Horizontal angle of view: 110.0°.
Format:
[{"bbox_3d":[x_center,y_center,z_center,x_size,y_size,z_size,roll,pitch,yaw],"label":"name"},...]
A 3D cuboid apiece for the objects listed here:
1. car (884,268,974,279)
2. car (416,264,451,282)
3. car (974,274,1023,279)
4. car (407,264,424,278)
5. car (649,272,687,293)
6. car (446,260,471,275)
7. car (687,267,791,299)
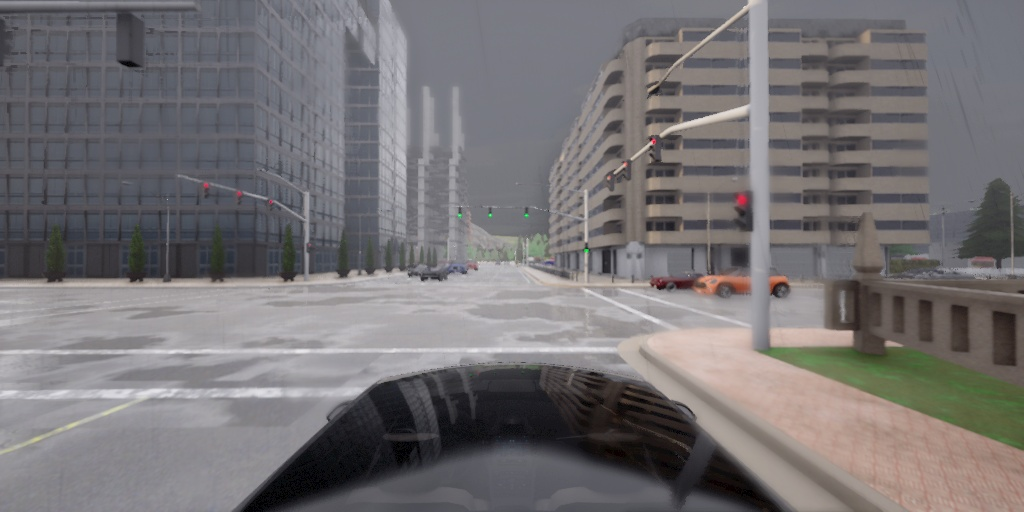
[{"bbox_3d":[27.247,1.549,23.549,4.902,1.511,2.128,0,-1,-1],"label":"car"},{"bbox_3d":[-7.309,1.733,33.907,1.895,1.301,4.718,0,-1,0],"label":"car"},{"bbox_3d":[29.602,1.617,20.076,4.718,1.301,1.895,0,-1,-1],"label":"car"},{"bbox_3d":[-10.764,1.732,41.867,1.837,1.490,4.892,0,-1,0],"label":"car"},{"bbox_3d":[11.514,1.660,23.357,4.718,1.301,1.895,0,-1,-1],"label":"car"},{"bbox_3d":[-7.403,1.535,49.371,2.150,2.045,5.566,0,0,0],"label":"car"},{"bbox_3d":[12.609,1.370,19.872,4.553,1.767,2.097,0,-1,-1],"label":"car"}]
